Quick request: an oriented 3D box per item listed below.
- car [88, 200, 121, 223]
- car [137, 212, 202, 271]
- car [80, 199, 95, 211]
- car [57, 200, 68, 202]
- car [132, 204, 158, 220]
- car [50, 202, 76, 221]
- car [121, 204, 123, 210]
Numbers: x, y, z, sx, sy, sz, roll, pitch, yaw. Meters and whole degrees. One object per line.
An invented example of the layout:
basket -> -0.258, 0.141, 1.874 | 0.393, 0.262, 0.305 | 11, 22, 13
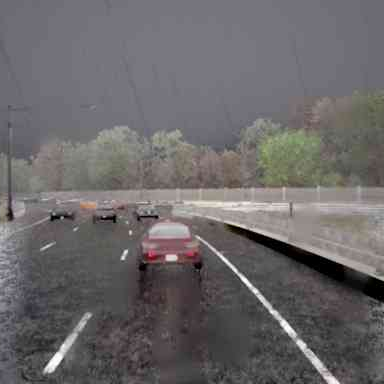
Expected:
car -> -7.409, 1.736, 28.171 | 2.128, 1.511, 4.902 | 0, 0, -15
car -> -0.771, 1.613, 11.219 | 1.812, 1.442, 4.674 | 0, 0, -5
car -> -14.870, 1.776, 47.895 | 2.097, 1.767, 4.553 | 0, 0, -26
car -> -18.699, 1.934, 47.782 | 2.128, 1.511, 4.902 | 0, 0, -27
car -> -4.281, 1.791, 30.179 | 2.033, 1.411, 5.357 | 0, 0, -16
car -> -11.518, 1.877, 29.965 | 1.895, 1.301, 4.718 | 0, 0, -17
car -> -11.551, 1.982, 49.078 | 1.994, 1.385, 4.181 | 0, 0, -25
